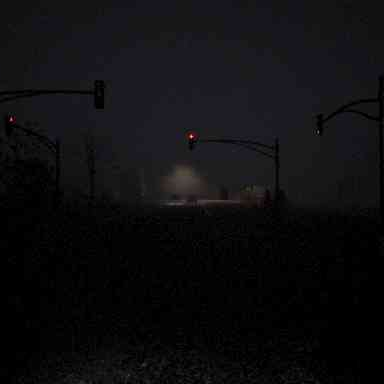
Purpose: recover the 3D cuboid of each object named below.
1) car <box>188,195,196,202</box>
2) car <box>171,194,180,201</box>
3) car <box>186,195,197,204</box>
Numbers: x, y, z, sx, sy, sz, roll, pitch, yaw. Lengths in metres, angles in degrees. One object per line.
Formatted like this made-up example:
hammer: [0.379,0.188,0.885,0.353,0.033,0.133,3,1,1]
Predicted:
car: [-0.068,1.425,77.995,1.837,1.490,4.892,0,0,0]
car: [-3.564,1.195,72.162,1.837,1.490,4.892,0,0,0]
car: [-0.059,1.424,67.960,2.097,1.767,4.553,0,0,0]
